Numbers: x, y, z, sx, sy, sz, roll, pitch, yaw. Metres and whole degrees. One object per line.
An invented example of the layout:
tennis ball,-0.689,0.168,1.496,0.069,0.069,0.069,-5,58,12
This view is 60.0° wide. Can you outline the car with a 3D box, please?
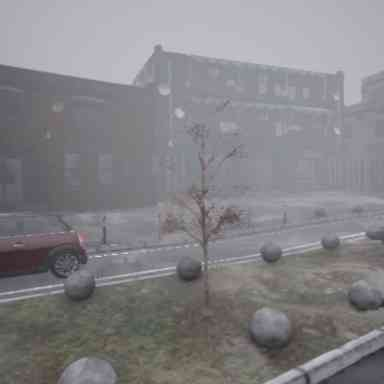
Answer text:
car,-5.111,1.330,8.434,4.553,1.767,2.097,0,0,-34
